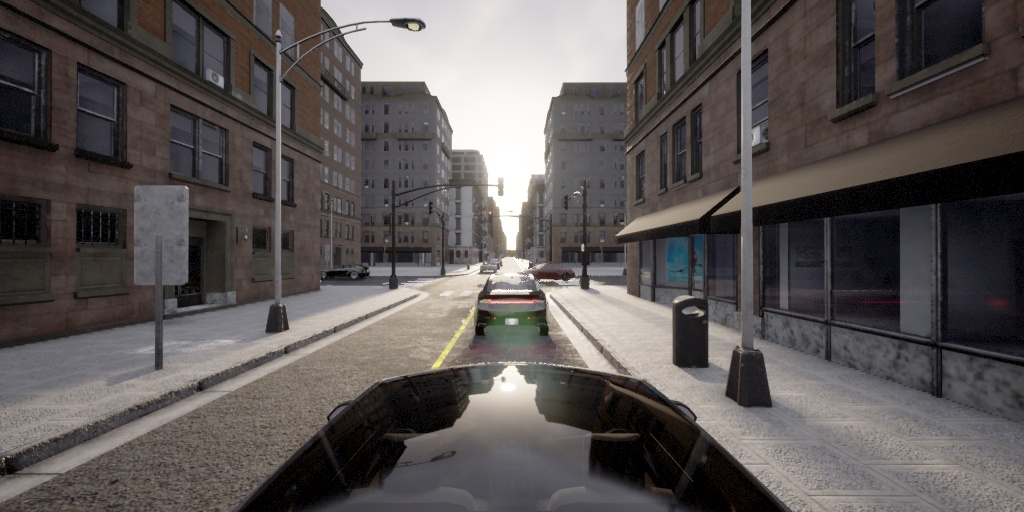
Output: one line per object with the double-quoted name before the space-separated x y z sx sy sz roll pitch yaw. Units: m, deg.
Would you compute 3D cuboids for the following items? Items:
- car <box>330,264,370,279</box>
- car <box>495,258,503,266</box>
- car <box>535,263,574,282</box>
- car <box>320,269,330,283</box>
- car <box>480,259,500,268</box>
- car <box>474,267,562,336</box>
"car" -14.768 1.329 31.558 4.313 1.339 1.948 0 0 0
"car" -2.846 1.186 54.538 1.882 1.535 5.008 0 0 0
"car" 2.589 1.269 27.712 4.674 1.442 1.812 0 -1 -22
"car" -14.773 1.289 23.532 4.313 1.339 1.948 0 0 0
"car" -2.853 1.325 43.688 1.895 1.301 4.718 0 0 0
"car" -0.001 1.241 10.388 2.128 1.511 4.902 0 0 0
